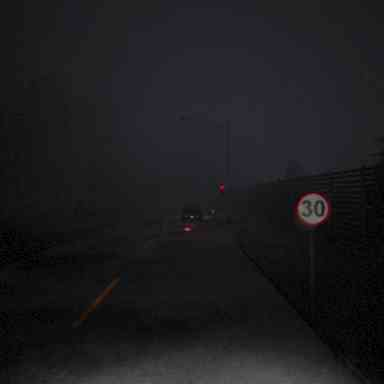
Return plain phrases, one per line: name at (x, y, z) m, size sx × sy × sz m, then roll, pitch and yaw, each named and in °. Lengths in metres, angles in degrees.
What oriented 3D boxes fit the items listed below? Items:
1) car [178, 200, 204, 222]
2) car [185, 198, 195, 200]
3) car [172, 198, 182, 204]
car at (-0.004, 1.782, 29.308) m, size 1.837 × 1.490 × 4.892 m, roll 0°, pitch 0°, yaw 0°
car at (-0.024, 2.308, 85.315) m, size 2.033 × 1.411 × 5.357 m, roll 0°, pitch -1°, yaw 0°
car at (-4.023, 2.251, 82.842) m, size 1.882 × 1.535 × 5.008 m, roll 0°, pitch -1°, yaw 0°
